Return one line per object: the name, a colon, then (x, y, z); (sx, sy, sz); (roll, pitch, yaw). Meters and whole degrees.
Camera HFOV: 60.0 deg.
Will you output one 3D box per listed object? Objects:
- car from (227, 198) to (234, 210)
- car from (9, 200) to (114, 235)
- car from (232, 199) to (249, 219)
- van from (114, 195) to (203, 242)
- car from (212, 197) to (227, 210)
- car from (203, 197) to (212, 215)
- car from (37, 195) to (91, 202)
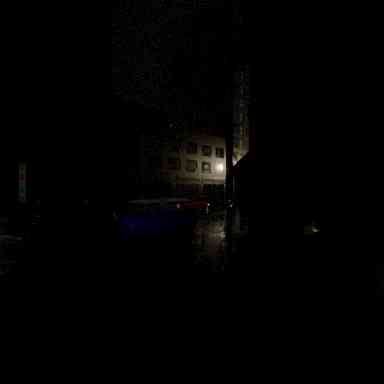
car: (5.322, 1.073, 35.040); (2.128, 1.511, 4.902); (0, 1, 36)
car: (-6.646, 1.383, 18.253); (2.033, 1.411, 5.357); (0, 1, 36)
car: (5.090, 1.280, 24.614); (2.008, 1.369, 4.403); (1, 1, 35)
van: (-1.417, 1.208, 15.475); (1.690, 1.788, 3.998); (1, 1, 35)
car: (1.401, 1.166, 34.130); (1.947, 1.339, 4.313); (1, 2, 35)
car: (-0.671, 1.061, 26.641); (2.097, 1.767, 4.553); (0, 1, 35)
car: (-8.360, 1.123, 20.420); (2.192, 1.841, 5.009); (1, 1, 35)
